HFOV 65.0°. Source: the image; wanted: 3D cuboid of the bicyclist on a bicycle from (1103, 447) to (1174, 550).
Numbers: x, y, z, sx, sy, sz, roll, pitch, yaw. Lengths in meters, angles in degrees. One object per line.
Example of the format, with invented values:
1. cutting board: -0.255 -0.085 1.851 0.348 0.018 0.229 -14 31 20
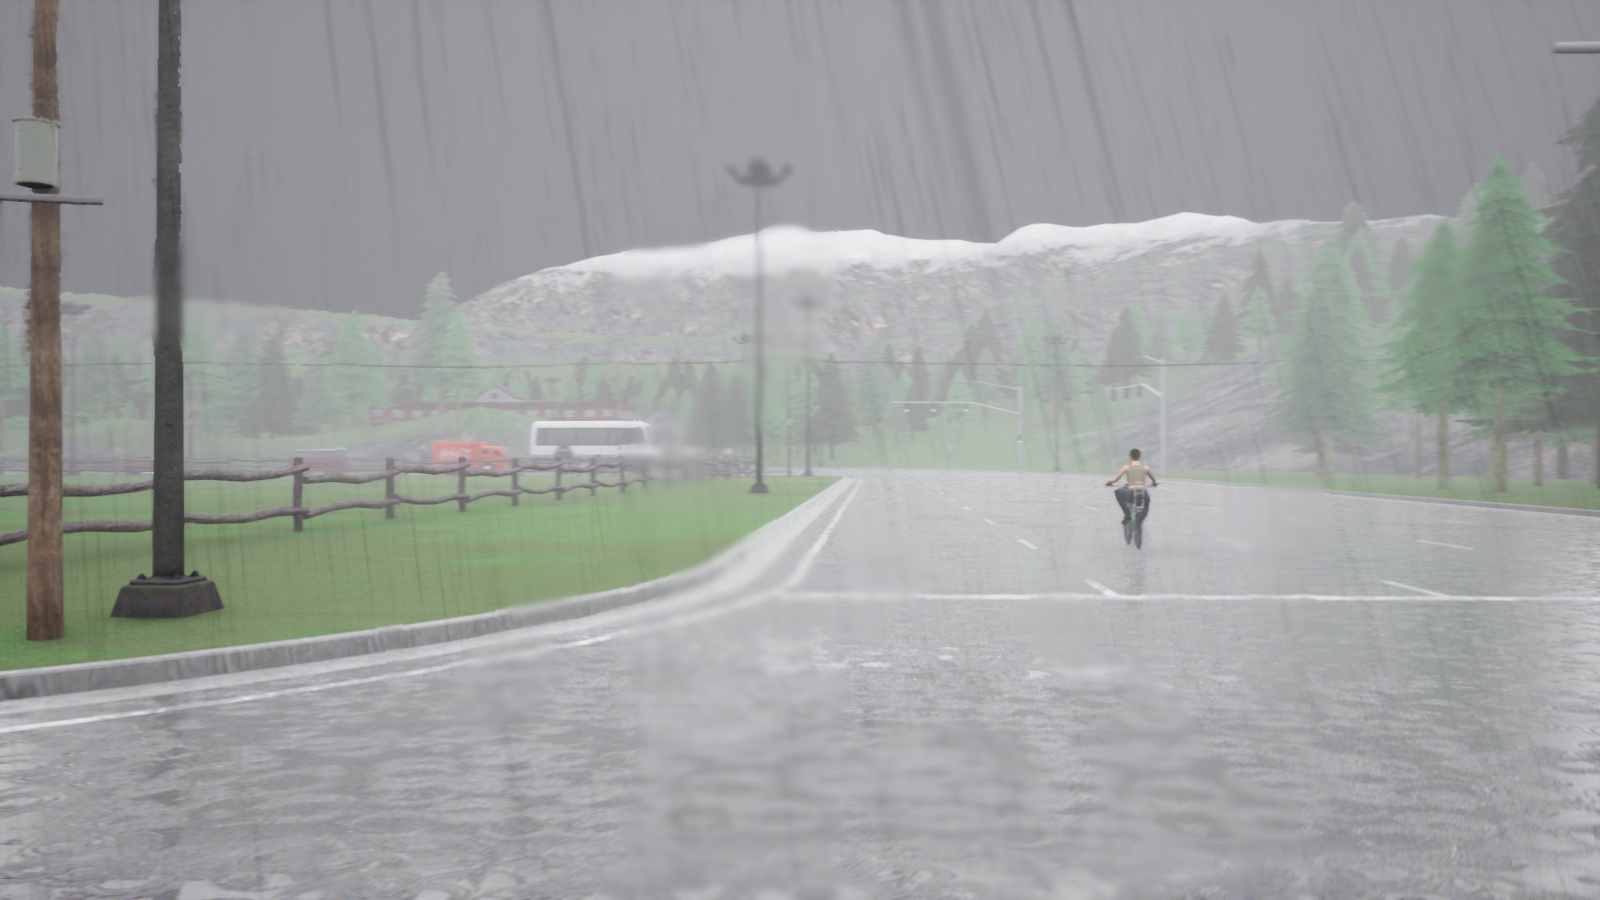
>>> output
1. bicyclist on a bicycle: 5.492 0.757 20.458 0.866 1.612 1.509 0 0 6

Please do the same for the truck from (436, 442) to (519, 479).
1. truck: -23.109 0.742 90.109 5.204 2.467 2.627 1 0 3
